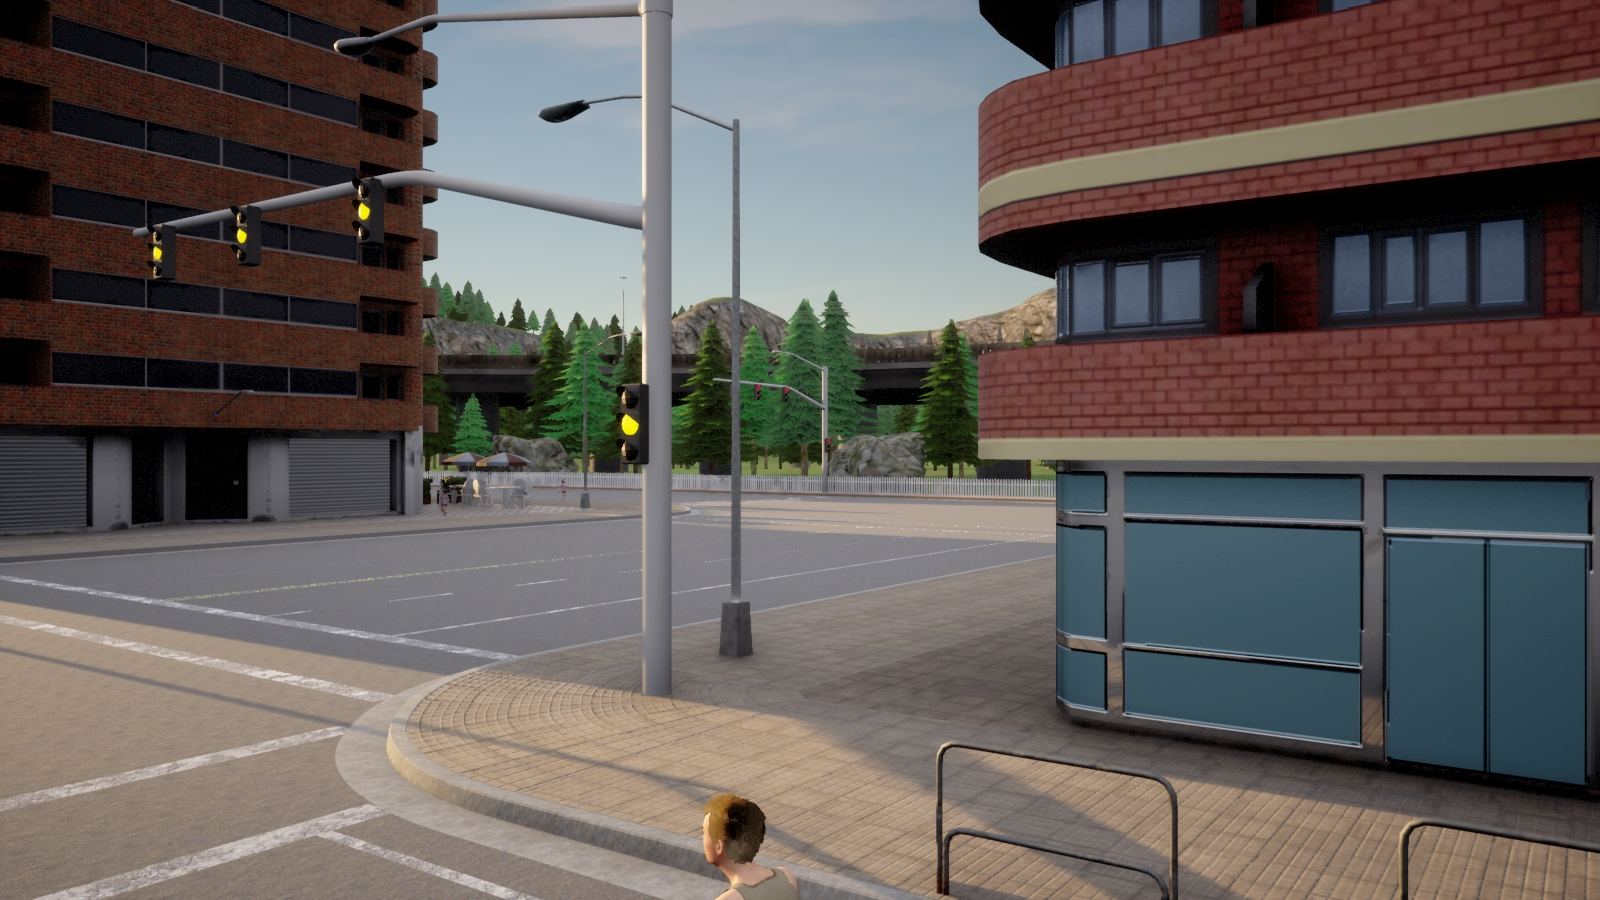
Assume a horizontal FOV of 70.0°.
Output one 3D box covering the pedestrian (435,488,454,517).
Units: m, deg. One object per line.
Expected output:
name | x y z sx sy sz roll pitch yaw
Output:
pedestrian | -13.820 2.035 44.460 0.500 1.100 0.500 0 0 25

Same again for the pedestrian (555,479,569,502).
pedestrian | -11.822 2.019 56.806 0.500 1.100 0.500 0 0 25

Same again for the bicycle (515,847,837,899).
bicycle | -0.301 2.233 4.022 1.487 1.126 0.859 0 0 35
